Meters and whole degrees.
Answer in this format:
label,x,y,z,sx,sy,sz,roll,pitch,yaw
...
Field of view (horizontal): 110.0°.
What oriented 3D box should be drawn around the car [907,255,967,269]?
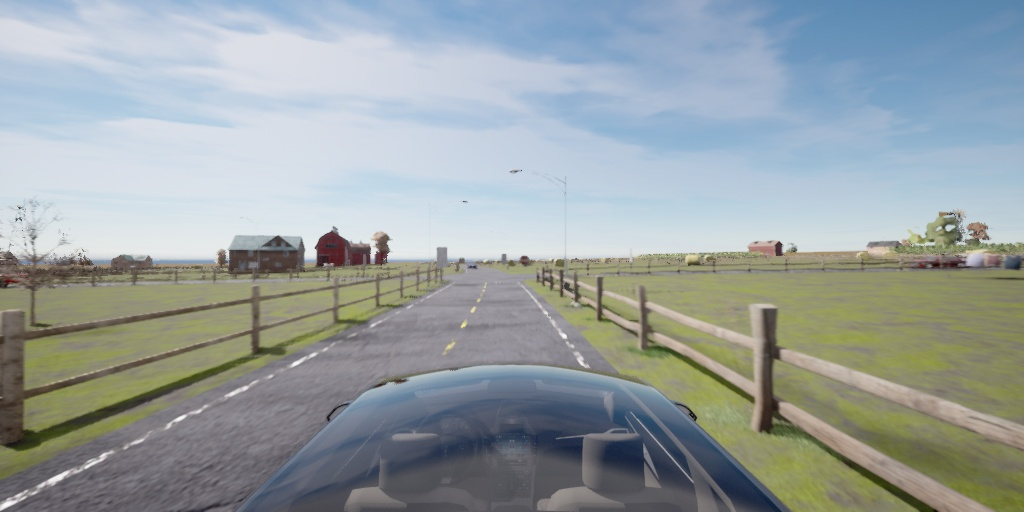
label,x,y,z,sx,sy,sz,roll,pitch,yaw
car,48.392,0.707,40.859,5.008,1.535,1.882,-1,-1,8
